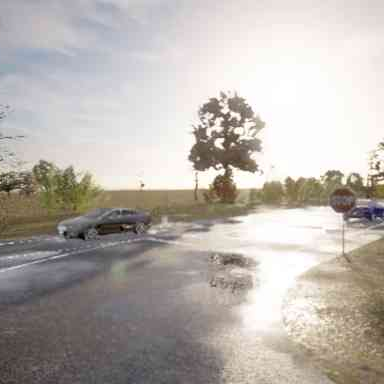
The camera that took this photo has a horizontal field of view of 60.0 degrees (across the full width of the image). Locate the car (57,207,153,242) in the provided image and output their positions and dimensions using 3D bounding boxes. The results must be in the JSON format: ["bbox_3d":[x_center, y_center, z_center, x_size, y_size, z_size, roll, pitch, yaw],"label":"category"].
[{"bbox_3d":[-4.195,1.514,16.625,2.128,1.511,4.902,0,0,43],"label":"car"}]

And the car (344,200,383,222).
[{"bbox_3d":[12.913,1.315,24.885,1.882,1.535,5.008,0,0,43],"label":"car"}]
